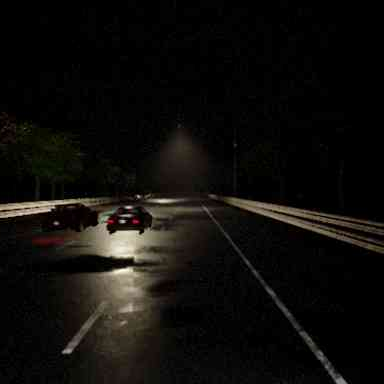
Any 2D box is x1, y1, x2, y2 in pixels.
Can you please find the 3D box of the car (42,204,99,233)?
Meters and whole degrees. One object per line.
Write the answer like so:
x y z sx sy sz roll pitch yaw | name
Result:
-6.898 1.438 19.381 1.882 1.535 5.008 0 0 0 | car

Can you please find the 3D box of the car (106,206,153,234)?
-3.398 1.508 18.866 2.033 1.411 5.357 0 0 0 | car
